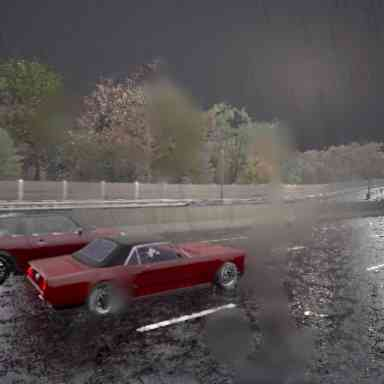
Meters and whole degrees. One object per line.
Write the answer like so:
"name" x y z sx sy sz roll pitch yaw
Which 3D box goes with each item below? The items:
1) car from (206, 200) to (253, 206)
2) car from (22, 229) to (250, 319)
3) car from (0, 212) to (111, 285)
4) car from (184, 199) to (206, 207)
"car" 4.542 1.554 37.235 5.357 1.411 2.033 0 0 -35
"car" -0.938 1.601 7.380 4.718 1.301 1.895 0 0 -36
"car" -3.935 1.352 9.539 4.553 1.767 2.097 0 0 -36
"car" 1.083 1.570 39.084 4.181 1.385 1.994 0 0 -35
